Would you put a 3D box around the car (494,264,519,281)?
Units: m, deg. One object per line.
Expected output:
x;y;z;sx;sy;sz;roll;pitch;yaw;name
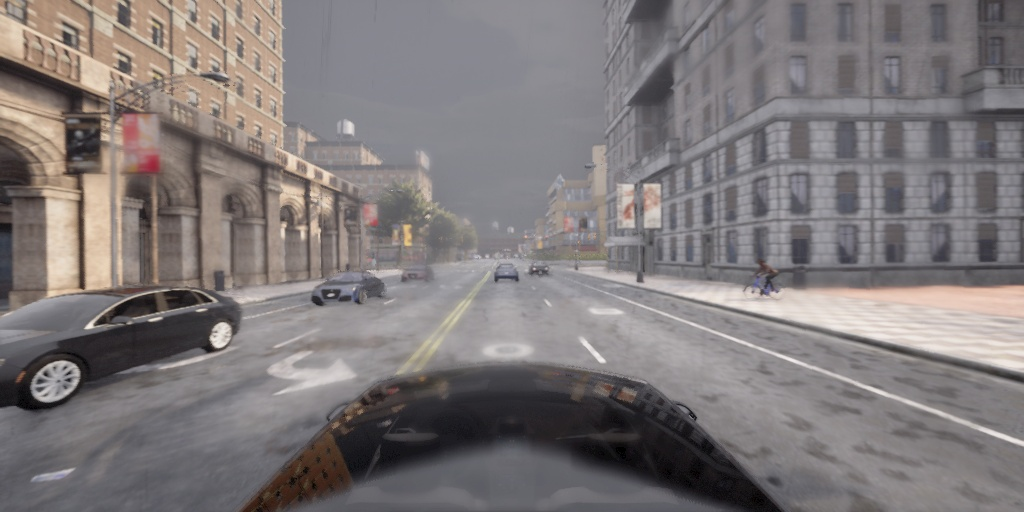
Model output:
-0.478;1.310;30.078;1.994;1.385;4.181;-1;0;-2;car

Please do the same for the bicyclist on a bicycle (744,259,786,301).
9.761;0.933;13.852;1.656;1.620;0.582;-1;0;-1;bicyclist on a bicycle

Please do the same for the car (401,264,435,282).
-7.660;1.394;29.533;1.994;1.385;4.181;-1;0;-1;car

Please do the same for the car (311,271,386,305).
-7.375;1.395;16.525;1.994;1.385;4.181;-1;0;-1;car

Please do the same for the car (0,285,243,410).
-7.157;1.336;6.361;1.837;1.490;4.892;-1;0;-1;car

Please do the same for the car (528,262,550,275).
2.752;1.307;37.658;1.895;1.301;4.718;-1;0;-1;car
